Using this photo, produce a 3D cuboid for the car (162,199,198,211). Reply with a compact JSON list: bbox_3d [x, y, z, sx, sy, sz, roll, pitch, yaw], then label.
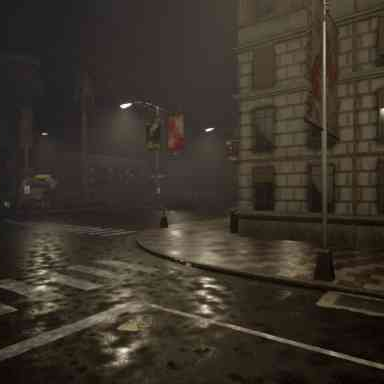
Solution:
[{"bbox_3d":[-1.367,1.547,40.728,2.033,1.411,5.357,0,0,36],"label":"car"}]
